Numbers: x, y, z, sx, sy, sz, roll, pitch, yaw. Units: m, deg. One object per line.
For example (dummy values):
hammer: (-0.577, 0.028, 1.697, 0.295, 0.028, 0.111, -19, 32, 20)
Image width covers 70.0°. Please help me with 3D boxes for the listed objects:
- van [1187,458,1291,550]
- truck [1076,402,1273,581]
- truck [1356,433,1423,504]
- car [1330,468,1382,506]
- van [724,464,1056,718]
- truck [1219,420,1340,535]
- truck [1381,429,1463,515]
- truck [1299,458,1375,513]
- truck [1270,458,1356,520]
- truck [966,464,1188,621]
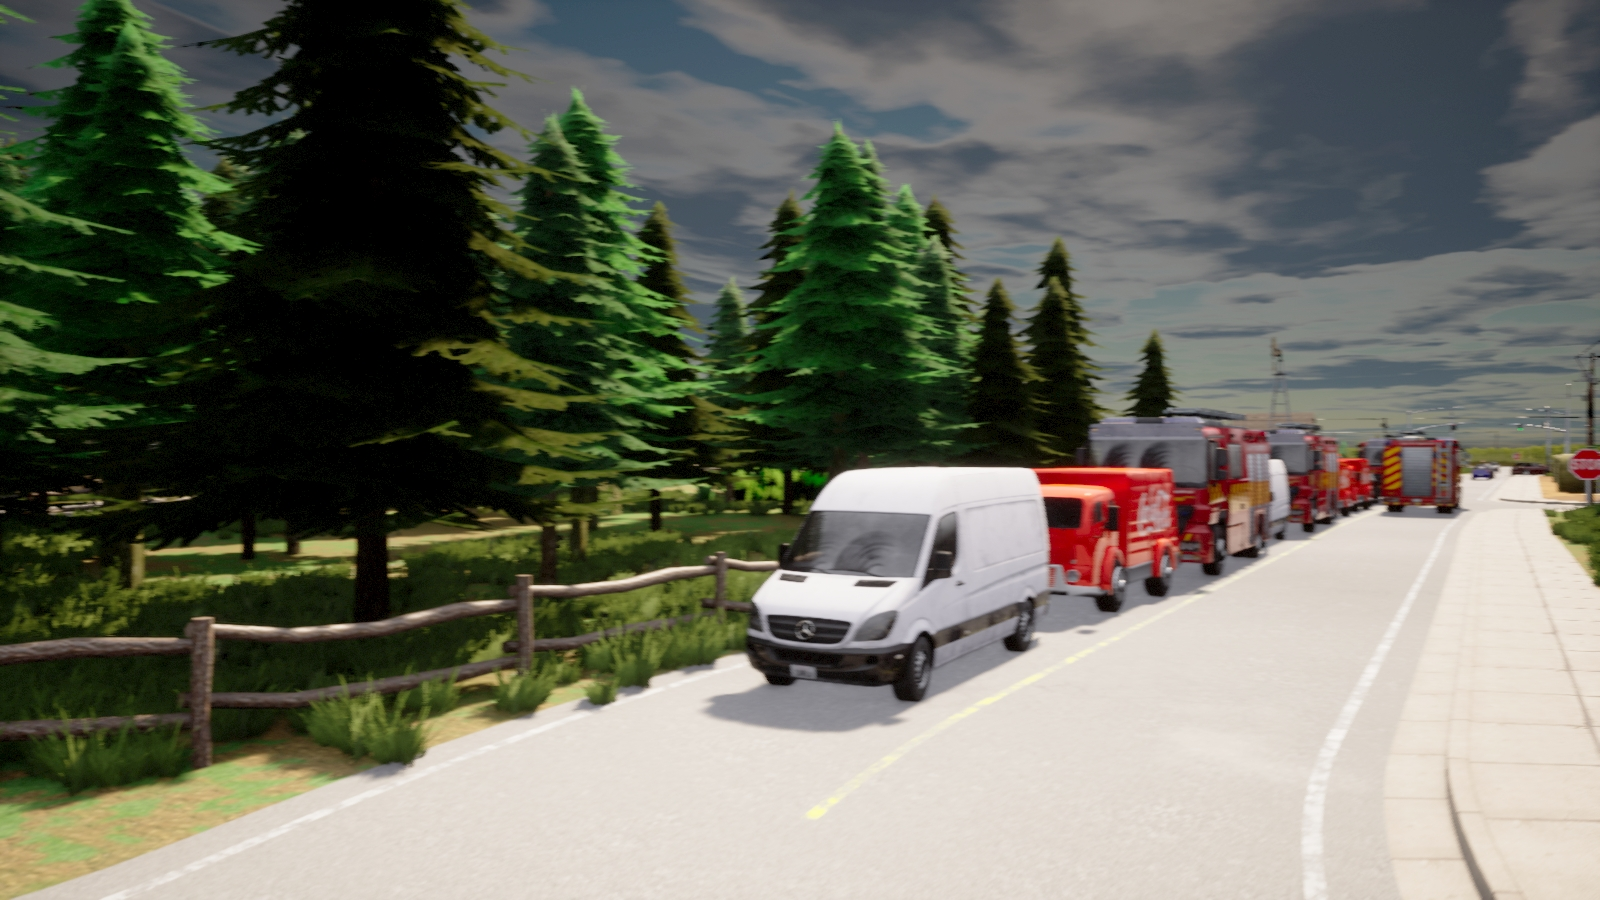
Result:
van: (13.721, 1.555, 35.445, 1.988, 2.561, 5.915, 0, 0, 31)
truck: (9.666, 0.895, 28.726, 2.891, 3.827, 8.468, 0, 0, 31)
truck: (33.896, 0.994, 65.965, 2.891, 3.827, 8.468, 0, 0, 24)
car: (29.679, 1.941, 60.951, 1.932, 1.855, 4.605, 0, 0, 33)
van: (1.478, 1.505, 14.925, 1.988, 2.561, 5.915, 0, 0, 30)
truck: (18.035, 0.922, 42.595, 2.891, 3.827, 8.468, 0, 0, 32)
truck: (30.323, 0.979, 55.487, 2.891, 3.827, 8.468, 0, 0, 33)
truck: (26.011, 1.629, 55.223, 2.627, 2.467, 5.204, 0, 0, 33)
truck: (22.150, 1.615, 49.223, 2.627, 2.467, 5.204, 0, 0, 32)
truck: (5.377, 1.550, 21.582, 2.627, 2.467, 5.204, 0, 0, 31)
